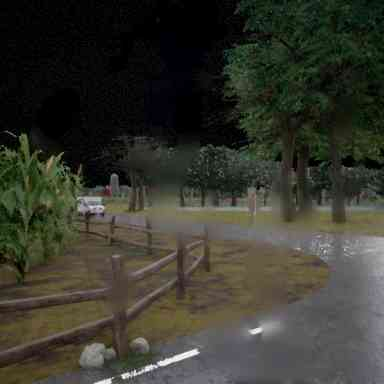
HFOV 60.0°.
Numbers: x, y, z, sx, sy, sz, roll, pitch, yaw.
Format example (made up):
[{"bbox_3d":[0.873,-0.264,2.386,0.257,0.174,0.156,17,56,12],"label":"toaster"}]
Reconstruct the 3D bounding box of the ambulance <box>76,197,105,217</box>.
[{"bbox_3d":[-12.954,1.847,42.056,2.351,2.431,6.366,1,-2,-35],"label":"ambulance"}]
